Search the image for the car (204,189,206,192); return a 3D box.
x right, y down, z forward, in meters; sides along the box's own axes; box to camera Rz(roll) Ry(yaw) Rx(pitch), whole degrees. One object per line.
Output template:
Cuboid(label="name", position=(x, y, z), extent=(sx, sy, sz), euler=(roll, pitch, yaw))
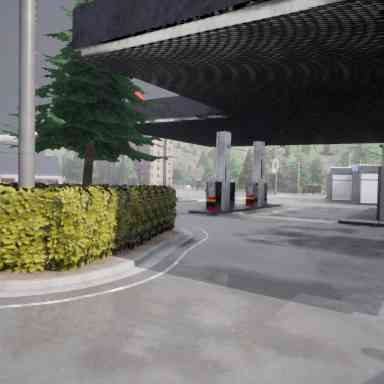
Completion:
Cuboid(label="car", position=(4.930, -0.335, 65.577), extent=(5.027, 1.636, 2.152), euler=(2, 2, 35))

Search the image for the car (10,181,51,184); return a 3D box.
Cuboid(label="car", position=(-17.196, -0.173, 35.193), extent=(3.866, 1.878, 1.905), euler=(2, 2, 35))

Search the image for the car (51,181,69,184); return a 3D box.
Cuboid(label="car", position=(-26.734, -1.251, 65.441), extent=(3.866, 1.878, 1.905), euler=(2, 2, 35))

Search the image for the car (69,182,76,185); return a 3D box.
Cuboid(label="car", position=(-25.395, -1.278, 68.053), extent=(4.605, 1.855, 1.932), euler=(2, 2, 35))

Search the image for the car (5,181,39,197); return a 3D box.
Cuboid(label="car", position=(-21.727, -0.457, 42.412), extent=(4.605, 1.855, 1.932), euler=(2, 2, 35))
